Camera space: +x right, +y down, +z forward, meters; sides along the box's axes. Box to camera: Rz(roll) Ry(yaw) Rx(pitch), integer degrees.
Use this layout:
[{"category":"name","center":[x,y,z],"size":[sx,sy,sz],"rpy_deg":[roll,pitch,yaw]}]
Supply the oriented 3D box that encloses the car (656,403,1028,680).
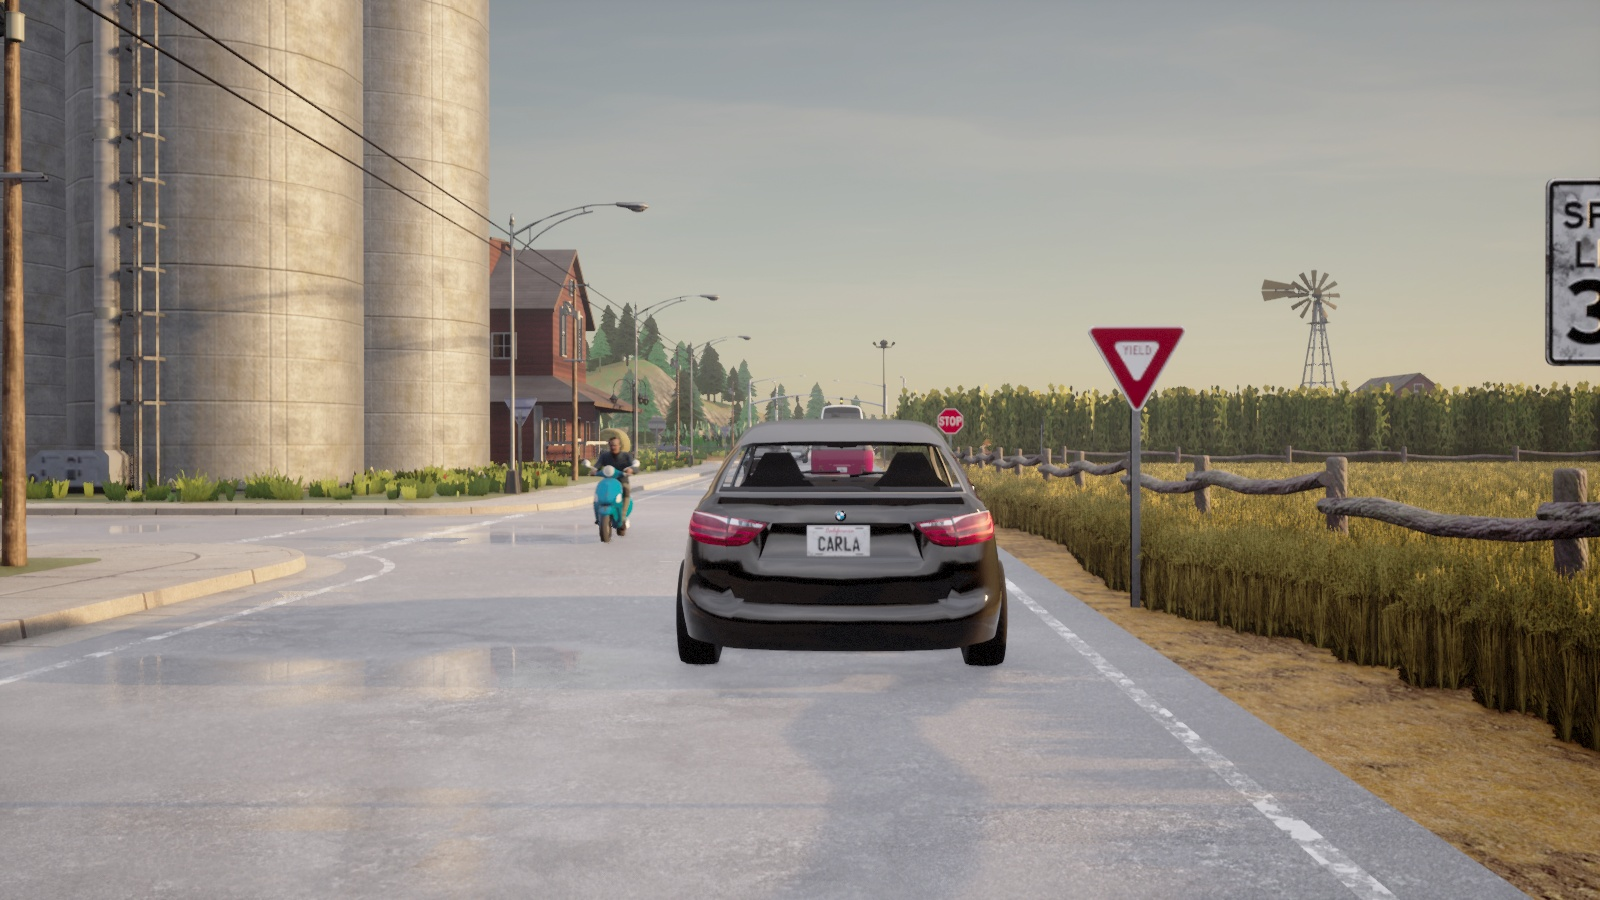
[{"category":"car","center":[0.327,0.534,9.883],"size":[2.242,1.667,4.611],"rpy_deg":[0,0,2]}]

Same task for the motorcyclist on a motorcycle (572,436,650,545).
[{"category":"motorcyclist on a motorcycle","center":[-2.862,0.587,19.242],"size":[0.866,1.590,1.817],"rpy_deg":[0,0,2]}]

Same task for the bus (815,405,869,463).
[{"category":"bus","center":[3.253,-1.185,97.426],"size":[3.944,4.253,10.273],"rpy_deg":[0,0,2]}]
